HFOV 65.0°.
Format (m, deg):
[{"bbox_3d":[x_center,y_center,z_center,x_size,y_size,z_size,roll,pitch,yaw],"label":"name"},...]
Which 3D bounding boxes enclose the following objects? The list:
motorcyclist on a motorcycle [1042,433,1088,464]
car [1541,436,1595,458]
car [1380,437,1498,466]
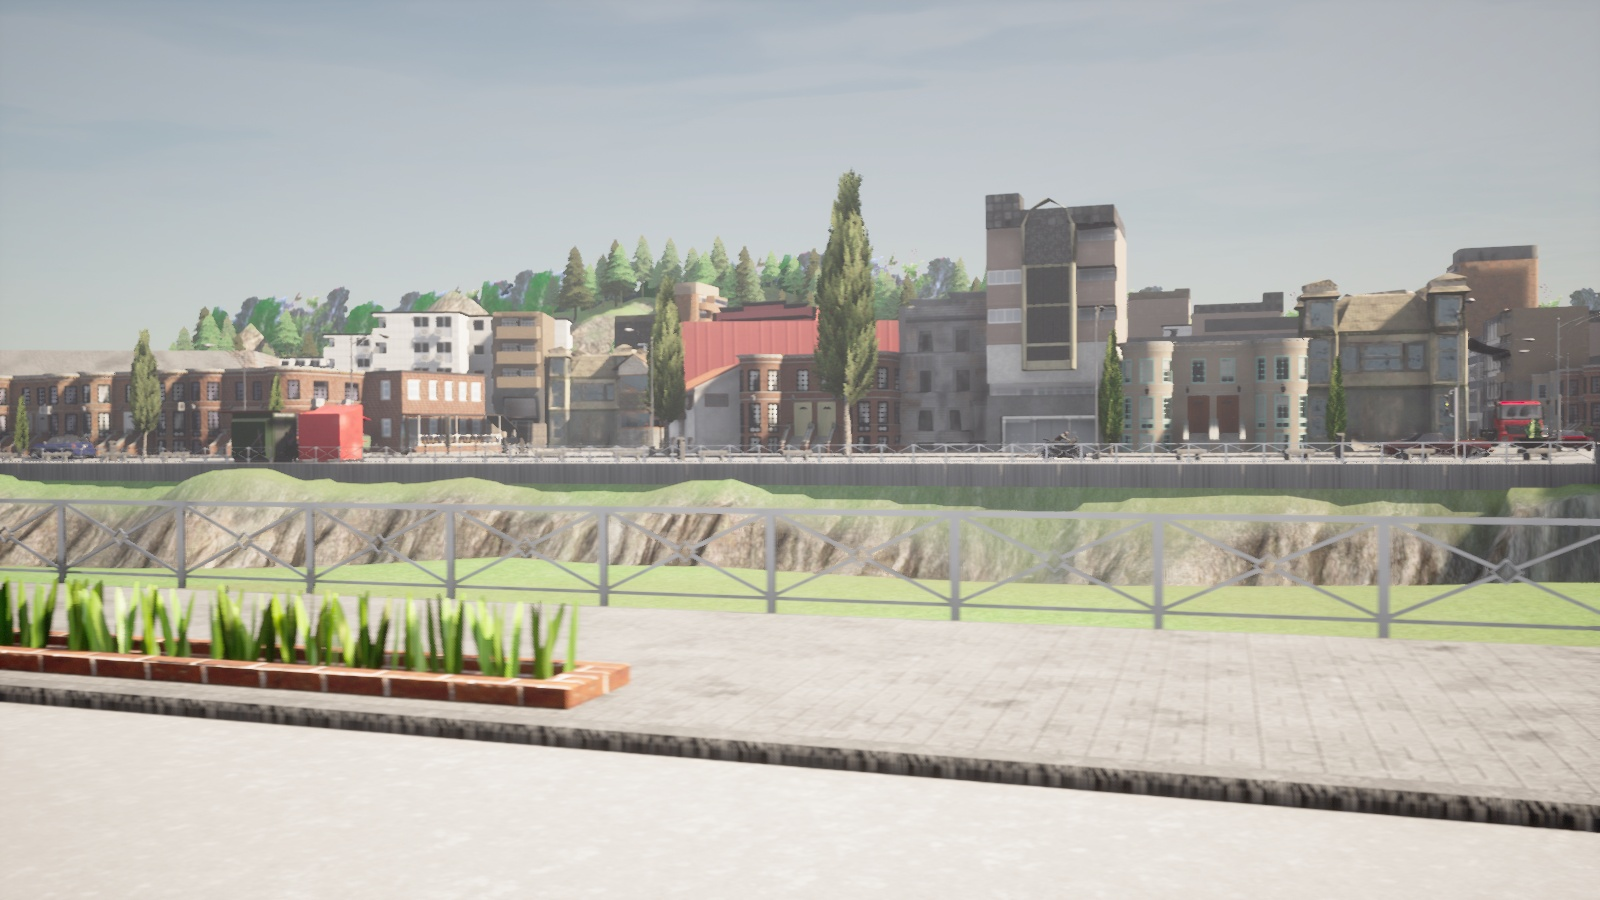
[{"bbox_3d":[13.568,-0.078,64.270,2.191,1.530,0.866,0,1,19],"label":"motorcyclist on a motorcycle"},{"bbox_3d":[47.453,-0.230,77.693,1.895,1.301,4.718,0,1,19],"label":"car"},{"bbox_3d":[29.845,0.056,58.798,4.718,1.301,1.895,0,1,19],"label":"car"}]
